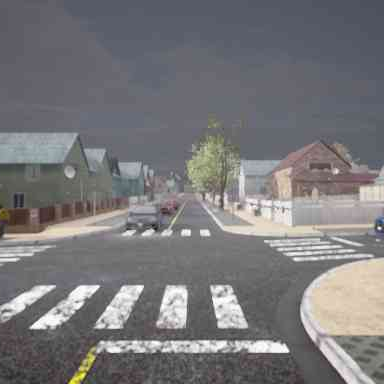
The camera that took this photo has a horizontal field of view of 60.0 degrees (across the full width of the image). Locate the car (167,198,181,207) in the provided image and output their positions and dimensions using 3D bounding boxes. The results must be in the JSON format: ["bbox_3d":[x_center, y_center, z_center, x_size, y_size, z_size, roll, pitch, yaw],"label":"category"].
[{"bbox_3d":[-2.860,1.620,53.332,1.895,1.301,4.718,0,0,0],"label":"car"}]

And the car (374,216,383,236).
[{"bbox_3d":[10.398,1.195,14.120,5.008,1.535,1.882,-2,-1,-2],"label":"car"}]

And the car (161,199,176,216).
[{"bbox_3d":[-2.876,1.617,32.586,1.895,1.301,4.718,0,0,0],"label":"car"}]

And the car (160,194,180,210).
[{"bbox_3d":[-2.896,1.240,43.288,2.150,2.045,5.566,0,0,0],"label":"car"}]

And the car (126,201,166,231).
[{"bbox_3d":[-2.861,1.537,20.714,1.812,1.442,4.674,0,0,0],"label":"car"}]

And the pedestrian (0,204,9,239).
[{"bbox_3d":[-9.707,1.468,16.930,0.375,1.860,0.375,0,0,0],"label":"pedestrian"}]
